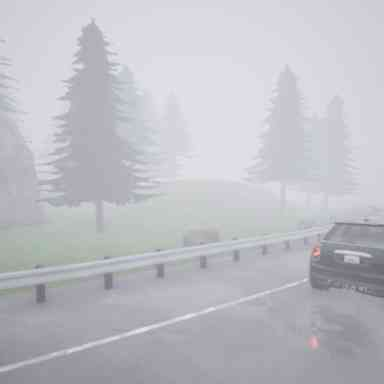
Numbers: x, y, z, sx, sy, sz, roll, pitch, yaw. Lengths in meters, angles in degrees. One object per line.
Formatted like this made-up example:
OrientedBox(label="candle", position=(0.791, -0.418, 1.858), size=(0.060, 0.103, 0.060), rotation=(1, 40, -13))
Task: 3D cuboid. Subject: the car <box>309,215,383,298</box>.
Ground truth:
OrientedBox(label="car", position=(4.790, 1.371, 8.079), size=(4.553, 1.767, 2.097), rotation=(0, 0, -42))
